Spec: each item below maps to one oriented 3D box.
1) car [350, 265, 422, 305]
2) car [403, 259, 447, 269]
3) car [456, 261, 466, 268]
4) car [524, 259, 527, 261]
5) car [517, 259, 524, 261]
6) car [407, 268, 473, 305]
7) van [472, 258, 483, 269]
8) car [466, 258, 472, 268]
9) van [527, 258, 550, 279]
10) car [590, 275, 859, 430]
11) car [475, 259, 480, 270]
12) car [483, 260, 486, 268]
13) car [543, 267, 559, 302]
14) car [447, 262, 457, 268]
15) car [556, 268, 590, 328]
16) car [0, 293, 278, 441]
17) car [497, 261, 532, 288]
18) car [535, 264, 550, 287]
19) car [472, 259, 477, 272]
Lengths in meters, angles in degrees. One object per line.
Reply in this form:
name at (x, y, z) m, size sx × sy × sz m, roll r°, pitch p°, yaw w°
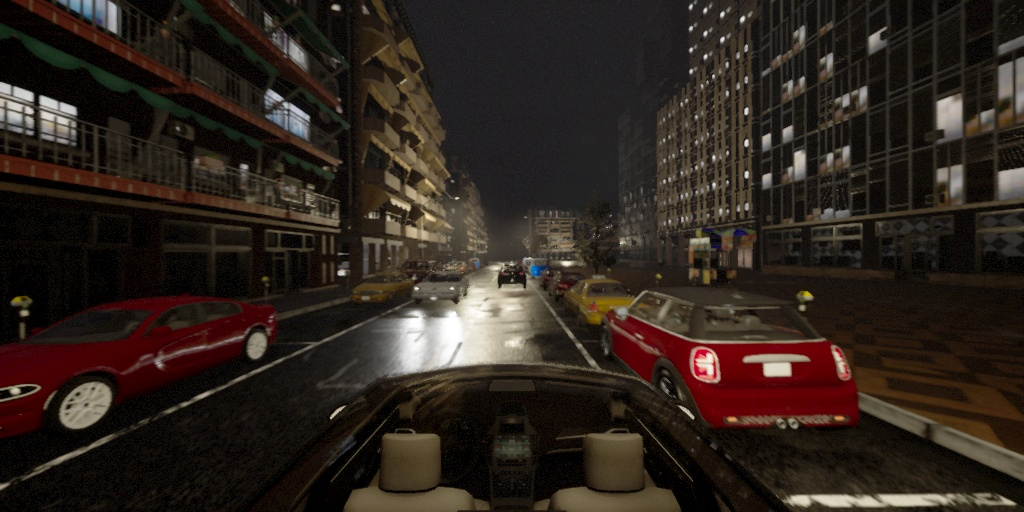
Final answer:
car at (-5.731, 1.337, 16.430) m, size 1.751 × 1.417 × 4.829 m, roll 0°, pitch 0°, yaw 0°
car at (-5.755, 1.137, 22.125) m, size 2.192 × 1.841 × 5.009 m, roll 0°, pitch 0°, yaw 0°
car at (-5.801, 1.397, 33.179) m, size 2.007 × 1.370 × 4.403 m, roll 0°, pitch 0°, yaw 0°
car at (2.555, 1.333, 38.909) m, size 1.751 × 1.417 × 4.829 m, roll 0°, pitch 0°, yaw 0°
car at (-0.063, 1.317, 38.853) m, size 2.128 × 1.511 × 4.902 m, roll 0°, pitch 0°, yaw 0°
car at (-3.135, 1.397, 16.583) m, size 1.895 × 1.301 × 4.718 m, roll 0°, pitch 0°, yaw 0°
van at (-5.895, 1.244, 55.285) m, size 1.690 × 1.789 × 3.998 m, roll 0°, pitch 0°, yaw 0°
car at (-5.824, 1.299, 38.704) m, size 1.967 × 1.591 × 4.097 m, roll 0°, pitch 0°, yaw 0°
van at (2.579, 1.135, 33.213) m, size 1.690 × 1.789 × 3.998 m, roll 0°, pitch 0°, yaw 0°
car at (2.696, 1.180, 5.581) m, size 1.967 × 1.591 × 4.097 m, roll 0°, pitch 0°, yaw 0°
car at (-5.871, 1.433, 49.758) m, size 1.888 × 1.381 × 4.507 m, roll 0°, pitch 0°, yaw 0°
car at (-5.918, 1.501, 60.810) m, size 1.802 × 1.307 × 4.207 m, roll 0°, pitch 0°, yaw 0°
car at (2.649, 1.342, 16.635) m, size 1.802 × 1.307 × 4.207 m, roll 0°, pitch 0°, yaw 0°
car at (-5.777, 1.384, 27.652) m, size 2.007 × 1.370 × 4.403 m, roll 0°, pitch 0°, yaw 0°
car at (2.671, 1.275, 11.278) m, size 1.751 × 1.417 × 4.829 m, roll 0°, pitch 0°, yaw 0°
car at (-5.684, 1.337, 5.546) m, size 1.888 × 1.381 × 4.507 m, roll 0°, pitch 0°, yaw 0°
car at (0.007, 1.283, 24.082) m, size 2.128 × 1.511 × 4.902 m, roll 0°, pitch 0°, yaw 0°
car at (2.625, 1.353, 22.160) m, size 1.802 × 1.307 × 4.207 m, roll 0°, pitch 0°, yaw 0°
car at (-5.848, 1.439, 44.231) m, size 1.948 × 1.339 × 4.313 m, roll 0°, pitch 0°, yaw 0°
